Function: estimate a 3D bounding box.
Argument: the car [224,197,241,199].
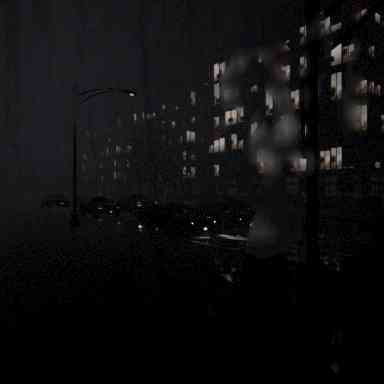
[{"bbox_3d":[3.132,1.149,28.511,1.812,1.442,4.674,0,1,-38],"label":"car"}]

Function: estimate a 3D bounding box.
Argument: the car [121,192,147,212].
[{"bbox_3d":[-4.585,0.911,27.486,2.097,1.767,4.553,0,1,-38],"label":"car"}]

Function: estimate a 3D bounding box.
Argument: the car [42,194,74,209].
[{"bbox_3d":[-13.971,0.924,34.186,1.994,1.385,4.181,0,1,-38],"label":"car"}]

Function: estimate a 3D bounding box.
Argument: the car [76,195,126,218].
[{"bbox_3d":[-7.178,1.087,25.519,1.812,1.442,4.674,0,1,-38],"label":"car"}]

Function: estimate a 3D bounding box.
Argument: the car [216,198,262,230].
[{"bbox_3d":[1.603,1.289,19.683,2.033,1.411,5.357,0,1,-36],"label":"car"}]

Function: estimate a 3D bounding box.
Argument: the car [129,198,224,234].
[{"bbox_3d":[-1.003,1.292,17.685,2.033,1.411,5.357,0,1,-38],"label":"car"}]

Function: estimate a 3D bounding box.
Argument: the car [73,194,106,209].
[{"bbox_3d":[-11.110,0.966,35.800,1.895,1.301,4.718,0,1,-38],"label":"car"}]
